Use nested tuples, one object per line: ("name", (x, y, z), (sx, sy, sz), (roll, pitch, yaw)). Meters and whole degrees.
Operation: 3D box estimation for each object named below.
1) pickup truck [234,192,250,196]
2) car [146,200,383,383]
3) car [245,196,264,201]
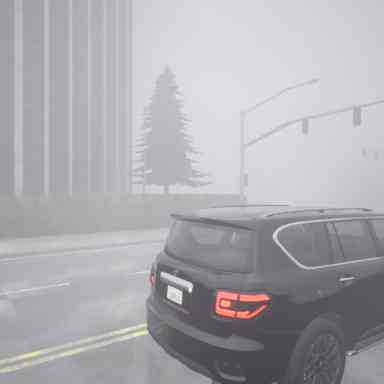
("pickup truck", (10.198, 1.059, 68.782), (2.390, 2.098, 6.274), (0, 0, -5))
("car", (2.014, 1.221, 5.179), (5.566, 2.045, 2.150), (0, 0, -35))
("car", (8.373, 1.564, 43.140), (1.994, 1.385, 4.181), (0, 0, -36))
